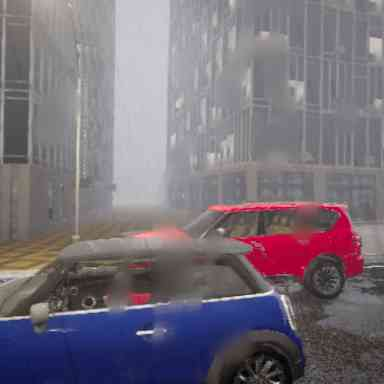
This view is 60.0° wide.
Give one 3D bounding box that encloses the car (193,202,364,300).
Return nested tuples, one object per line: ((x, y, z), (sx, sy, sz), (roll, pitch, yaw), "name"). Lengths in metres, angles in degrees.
((1.131, 1.270, 7.726), (5.566, 2.045, 2.150), (0, 0, -12), "car")

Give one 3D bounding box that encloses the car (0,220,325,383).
((-1.104, 1.386, 3.986), (4.553, 1.767, 2.097), (0, 0, -11), "car")
